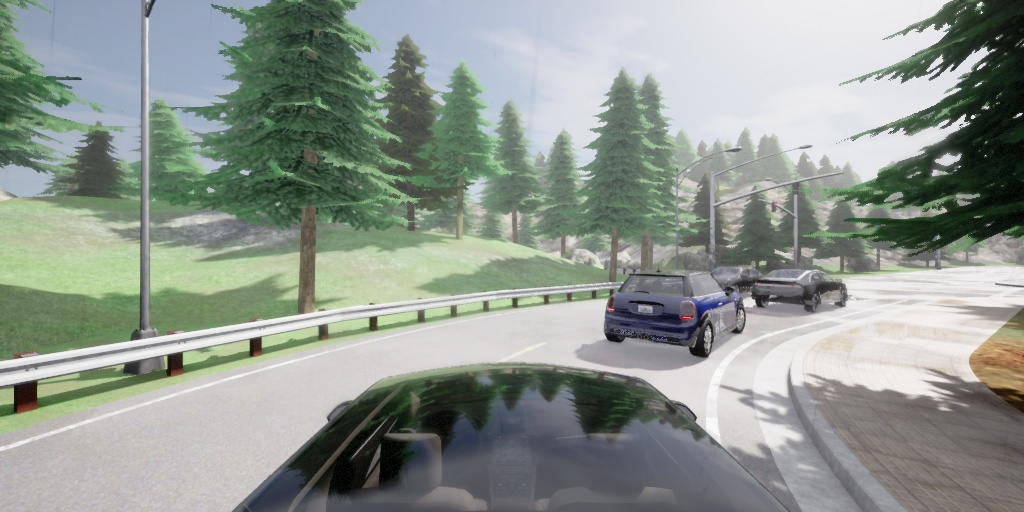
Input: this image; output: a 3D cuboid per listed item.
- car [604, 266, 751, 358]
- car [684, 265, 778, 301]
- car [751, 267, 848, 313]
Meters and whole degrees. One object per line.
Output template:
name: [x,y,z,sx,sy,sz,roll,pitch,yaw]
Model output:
car: [4.176,1.109,8.893,2.097,1.767,4.553,0,0,43]
car: [11.207,1.279,18.276,4.902,1.511,2.128,0,0,-32]
car: [11.363,1.256,14.096,4.902,1.511,2.128,0,0,-32]
